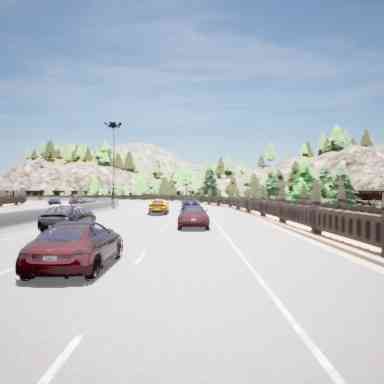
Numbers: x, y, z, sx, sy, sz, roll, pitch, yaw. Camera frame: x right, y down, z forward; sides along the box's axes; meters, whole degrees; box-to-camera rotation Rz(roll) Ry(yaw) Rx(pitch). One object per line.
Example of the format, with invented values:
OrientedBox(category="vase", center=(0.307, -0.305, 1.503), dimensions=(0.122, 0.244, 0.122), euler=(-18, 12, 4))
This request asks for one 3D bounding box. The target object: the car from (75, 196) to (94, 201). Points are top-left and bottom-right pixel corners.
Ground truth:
OrientedBox(category="car", center=(-15.099, 1.677, 48.046), dimensions=(1.895, 1.301, 4.718), euler=(0, 0, -8))

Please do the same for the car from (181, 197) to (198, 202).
OrientedBox(category="car", center=(-0.298, 1.403, 42.177), dimensions=(2.097, 1.767, 4.553), euler=(0, 0, -3))

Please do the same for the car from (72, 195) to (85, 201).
OrientedBox(category="car", center=(-29.442, 1.546, 86.183), dimensions=(1.837, 1.490, 4.892), euler=(0, 0, -33))

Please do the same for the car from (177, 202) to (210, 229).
OrientedBox(category="car", center=(0.094, 1.574, 21.529), dimensions=(1.994, 1.385, 4.181), euler=(0, 0, 0))

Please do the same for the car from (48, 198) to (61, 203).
OrientedBox(category="car", center=(-24.881, 1.704, 60.407), dimensions=(1.994, 1.385, 4.181), euler=(0, 0, -16))

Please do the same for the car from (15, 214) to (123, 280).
OrientedBox(category="car", center=(-3.403, 1.564, 9.973), dimensions=(1.994, 1.385, 4.181), euler=(0, 0, 0))

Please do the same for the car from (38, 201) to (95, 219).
OrientedBox(category="car", center=(-6.906, 1.499, 18.750), dimensions=(2.128, 1.511, 4.902), euler=(0, 0, 0))

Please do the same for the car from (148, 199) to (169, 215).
OrientedBox(category="car", center=(-3.460, 1.512, 34.945), dimensions=(1.882, 1.535, 5.008), euler=(0, 0, -1))

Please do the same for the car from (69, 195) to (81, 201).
OrientedBox(category="car", center=(-21.840, 1.501, 62.381), dimensions=(2.097, 1.767, 4.553), euler=(0, 0, -17))
